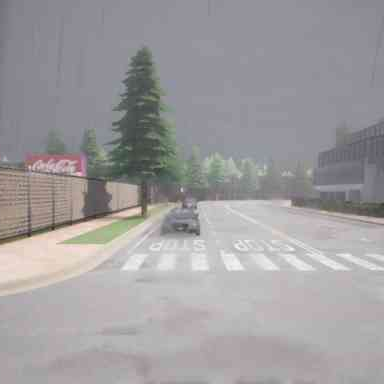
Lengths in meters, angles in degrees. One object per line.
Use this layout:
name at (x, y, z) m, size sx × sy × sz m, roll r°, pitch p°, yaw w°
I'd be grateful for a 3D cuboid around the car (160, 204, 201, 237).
car at (-0.557, 1.572, 18.033) m, size 1.994 × 1.385 × 4.181 m, roll 0°, pitch 0°, yaw 0°

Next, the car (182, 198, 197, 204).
car at (-0.294, 1.497, 44.006) m, size 2.128 × 1.511 × 4.902 m, roll 0°, pitch 0°, yaw 1°
